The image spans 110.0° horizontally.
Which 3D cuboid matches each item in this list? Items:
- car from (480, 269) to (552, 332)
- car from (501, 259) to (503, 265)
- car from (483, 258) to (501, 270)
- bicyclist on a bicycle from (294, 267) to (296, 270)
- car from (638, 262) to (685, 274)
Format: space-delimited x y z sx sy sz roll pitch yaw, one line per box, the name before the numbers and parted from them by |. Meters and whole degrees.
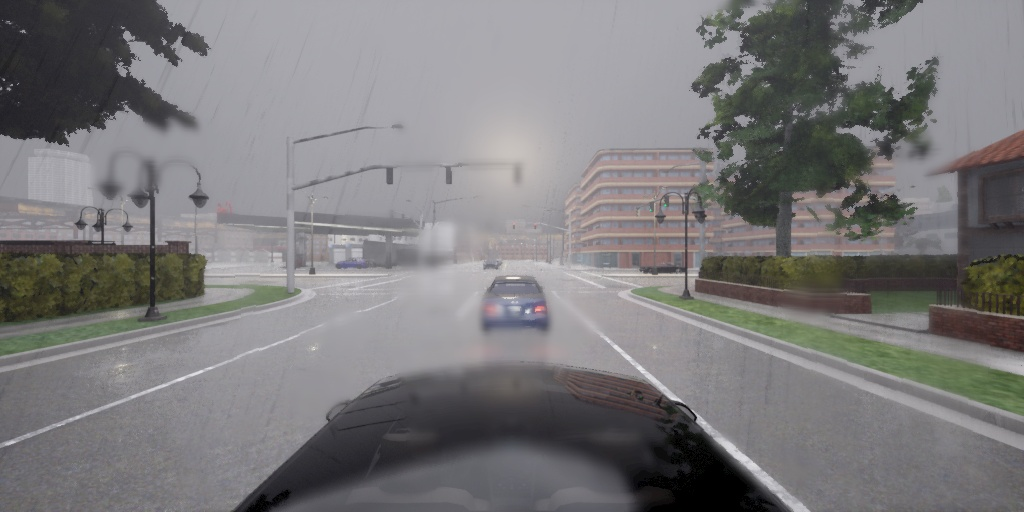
car | 0.098 1.297 10.844 2.033 1.411 5.357 0 0 0
car | -3.154 1.314 63.106 1.994 1.385 4.181 0 0 0
car | -3.102 1.102 53.604 2.097 1.767 4.553 0 0 0
bicyclist on a bicycle | -29.016 1.180 47.116 0.582 1.620 1.656 -10 5 0
car | 16.329 1.351 38.893 4.718 1.301 1.895 0 0 -3
